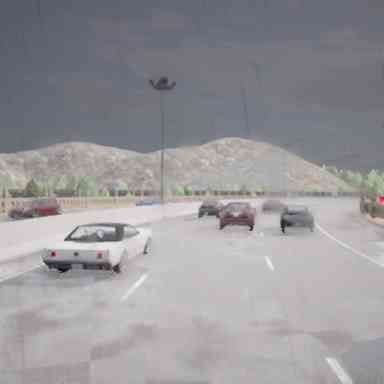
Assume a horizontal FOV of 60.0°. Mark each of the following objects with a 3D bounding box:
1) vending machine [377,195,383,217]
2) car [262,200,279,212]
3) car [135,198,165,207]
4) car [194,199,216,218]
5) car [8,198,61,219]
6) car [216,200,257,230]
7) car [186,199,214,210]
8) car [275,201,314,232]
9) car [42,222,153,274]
[{"bbox_3d":[18.690,1.343,32.354,1.100,2.100,0.880,0,0,25],"label":"vending machine"},{"bbox_3d":[9.748,1.666,39.619,2.033,1.411,5.357,0,0,27],"label":"car"},{"bbox_3d":[-5.141,1.528,41.095,1.882,1.535,5.008,0,0,24],"label":"car"},{"bbox_3d":[1.986,1.569,30.059,1.837,1.490,4.892,0,0,19],"label":"car"},{"bbox_3d":[-13.349,1.341,28.488,2.097,1.767,4.553,0,0,16],"label":"car"},{"bbox_3d":[3.138,1.407,21.860,2.097,1.767,4.553,0,0,14],"label":"car"},{"bbox_3d":[1.178,1.691,46.195,1.895,1.301,4.718,0,0,28],"label":"car"},{"bbox_3d":[6.441,1.560,20.710,2.128,1.511,4.902,0,0,14],"label":"car"},{"bbox_3d":[-2.623,1.608,10.583,1.895,1.301,4.718,0,0,7],"label":"car"}]
